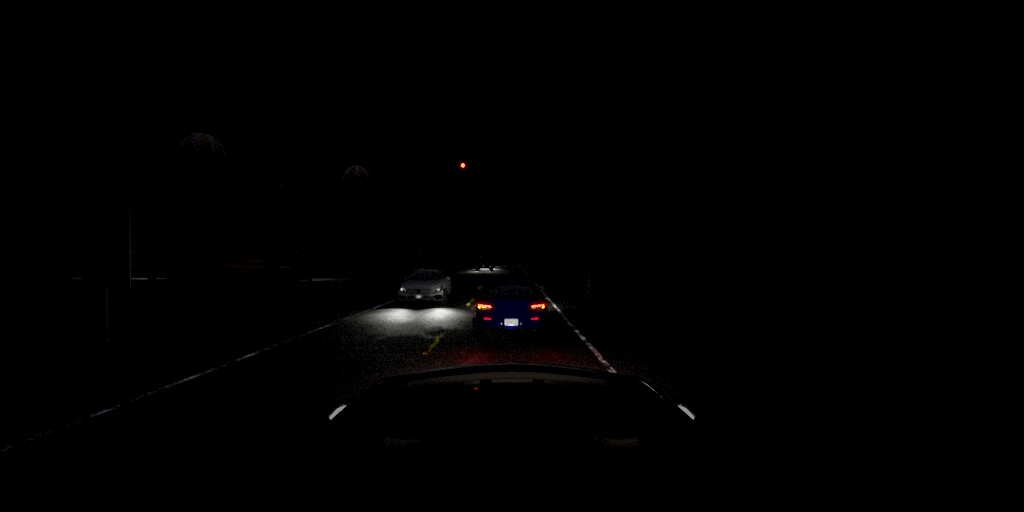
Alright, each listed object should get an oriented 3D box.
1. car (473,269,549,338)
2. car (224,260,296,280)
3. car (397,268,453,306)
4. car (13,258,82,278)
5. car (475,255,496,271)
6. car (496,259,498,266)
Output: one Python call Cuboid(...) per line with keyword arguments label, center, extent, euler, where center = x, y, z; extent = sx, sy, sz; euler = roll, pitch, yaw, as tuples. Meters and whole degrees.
Cuboid(label="car", center=(-0.026, 1.273, 10.086), extent=(1.812, 1.442, 4.674), euler=(0, 0, 0))
Cuboid(label="car", center=(-19.830, 1.053, 28.385), extent=(5.008, 1.535, 1.882), euler=(0, 0, -1))
Cuboid(label="car", center=(-3.708, 1.270, 16.013), extent=(1.812, 1.442, 4.674), euler=(0, 0, -4))
Cuboid(label="car", center=(-35.941, 0.916, 28.239), extent=(4.902, 1.511, 2.128), euler=(0, 0, 0))
Cuboid(label="car", center=(-3.770, 0.930, 49.782), extent=(2.150, 2.045, 5.566), euler=(0, 0, 0))
Cuboid(label="car", center=(-3.787, 1.293, 59.556), extent=(1.895, 1.301, 4.718), euler=(0, 0, 0))
